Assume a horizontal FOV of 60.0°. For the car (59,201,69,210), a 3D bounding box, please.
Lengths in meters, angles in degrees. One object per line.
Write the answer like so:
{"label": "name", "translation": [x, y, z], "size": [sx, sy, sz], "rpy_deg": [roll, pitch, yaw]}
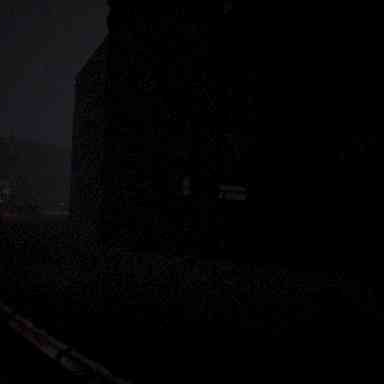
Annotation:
{"label": "car", "translation": [-18.627, 2.138, 51.753], "size": [2.128, 1.511, 4.902], "rpy_deg": [4, -1, 11]}

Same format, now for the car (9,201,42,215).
{"label": "car", "translation": [-19.802, 1.840, 39.844], "size": [1.882, 1.535, 5.008], "rpy_deg": [4, -1, 3]}
